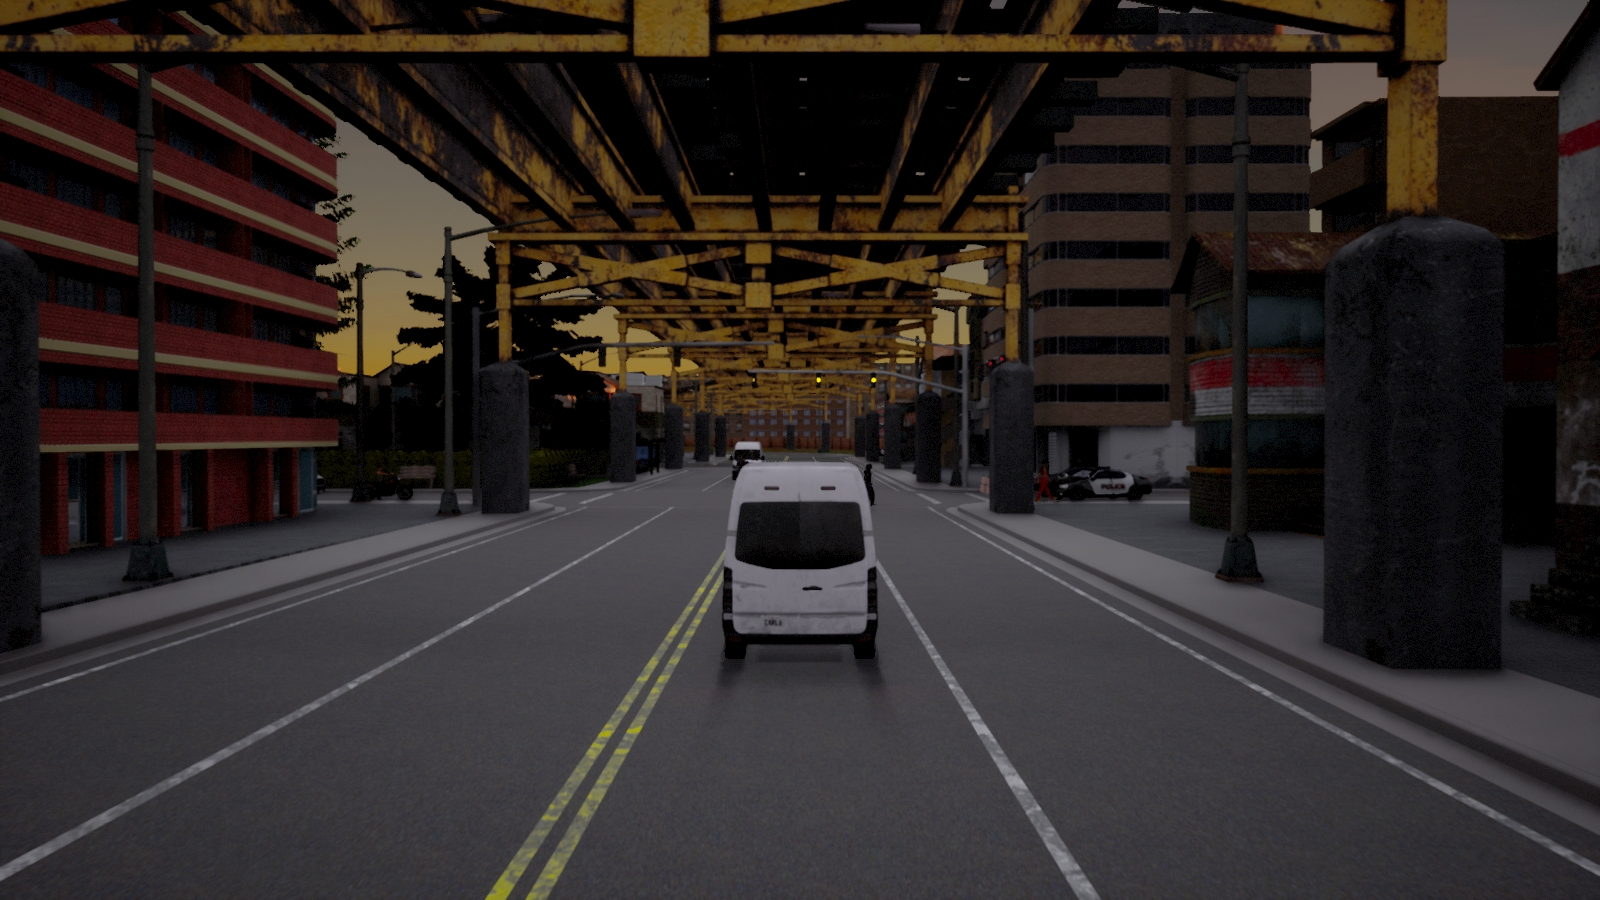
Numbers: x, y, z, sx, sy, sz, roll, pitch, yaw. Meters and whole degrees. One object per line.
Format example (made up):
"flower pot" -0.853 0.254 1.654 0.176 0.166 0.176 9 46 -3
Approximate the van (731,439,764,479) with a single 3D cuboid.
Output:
"van" -3.493 0.562 77.269 1.988 2.561 5.915 0 1 0

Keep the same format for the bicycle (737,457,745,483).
"bicycle" -3.493 1.196 67.482 0.329 1.496 1.835 0 0 1

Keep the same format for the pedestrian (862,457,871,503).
"pedestrian" 2.758 1.244 47.461 0.375 1.860 0.375 0 1 4

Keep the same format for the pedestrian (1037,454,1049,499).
"pedestrian" 10.090 1.094 47.454 0.375 1.860 0.375 0 1 -1

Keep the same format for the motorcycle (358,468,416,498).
"motorcycle" -18.814 1.480 52.105 2.356 1.332 0.764 0 1 0

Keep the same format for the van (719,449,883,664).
"van" 0.009 1.285 16.808 1.988 2.561 5.915 0 1 0
